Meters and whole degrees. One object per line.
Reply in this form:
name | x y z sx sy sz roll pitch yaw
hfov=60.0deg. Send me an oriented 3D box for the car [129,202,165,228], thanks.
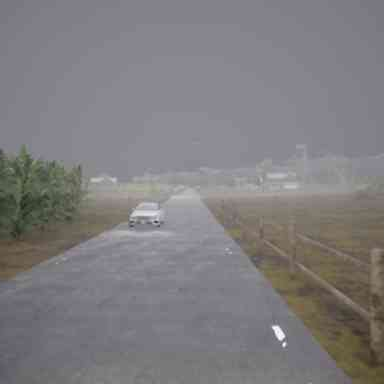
car | -2.777 1.391 21.344 1.812 1.442 4.674 0 1 0
